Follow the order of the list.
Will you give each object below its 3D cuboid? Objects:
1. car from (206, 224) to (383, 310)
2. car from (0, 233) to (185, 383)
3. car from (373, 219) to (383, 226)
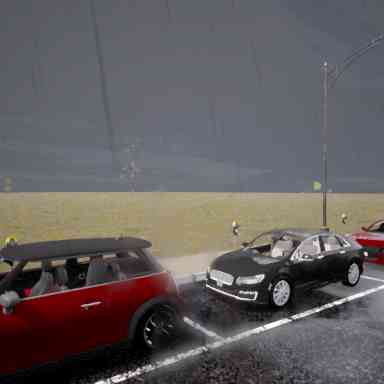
[{"bbox_3d":[2.317,1.552,7.749,4.403,1.369,2.008,0,1,-36],"label":"car"},{"bbox_3d":[-2.186,1.440,4.528,4.097,1.590,1.967,0,1,-36],"label":"car"},{"bbox_3d":[6.821,1.548,10.969,4.507,1.381,1.887,0,1,-36],"label":"car"}]
